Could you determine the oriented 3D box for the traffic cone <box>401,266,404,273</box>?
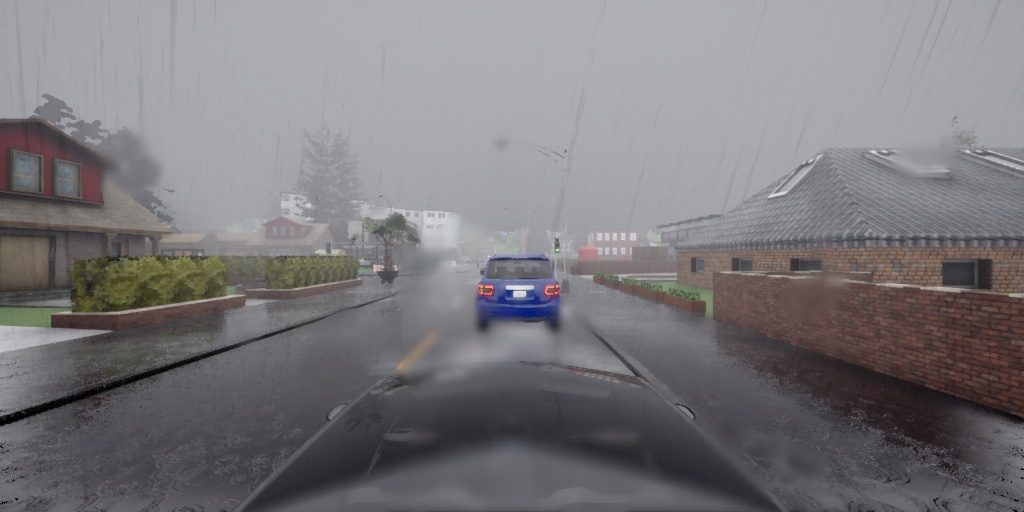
[{"bbox_3d":[-14.066,1.582,47.434,0.344,0.586,0.344,0,0,0],"label":"traffic cone"}]

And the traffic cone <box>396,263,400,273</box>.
[{"bbox_3d":[-15.073,1.558,46.401,0.344,0.586,0.344,0,0,0],"label":"traffic cone"}]

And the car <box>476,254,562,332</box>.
[{"bbox_3d":[0.181,0.971,10.961,2.150,2.045,5.566,0,0,0],"label":"car"}]

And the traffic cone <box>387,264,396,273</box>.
[{"bbox_3d":[-15.438,1.561,45.834,0.344,0.586,0.344,0,0,0],"label":"traffic cone"}]
